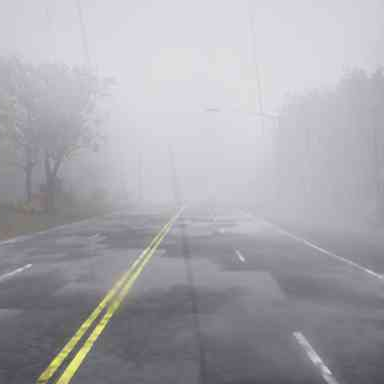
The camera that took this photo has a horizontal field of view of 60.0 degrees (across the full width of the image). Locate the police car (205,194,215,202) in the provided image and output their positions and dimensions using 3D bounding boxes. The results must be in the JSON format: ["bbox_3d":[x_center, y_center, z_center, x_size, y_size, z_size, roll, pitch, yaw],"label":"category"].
[{"bbox_3d":[3.986,1.276,72.588,1.930,1.638,5.238,0,0,2],"label":"police car"}]
